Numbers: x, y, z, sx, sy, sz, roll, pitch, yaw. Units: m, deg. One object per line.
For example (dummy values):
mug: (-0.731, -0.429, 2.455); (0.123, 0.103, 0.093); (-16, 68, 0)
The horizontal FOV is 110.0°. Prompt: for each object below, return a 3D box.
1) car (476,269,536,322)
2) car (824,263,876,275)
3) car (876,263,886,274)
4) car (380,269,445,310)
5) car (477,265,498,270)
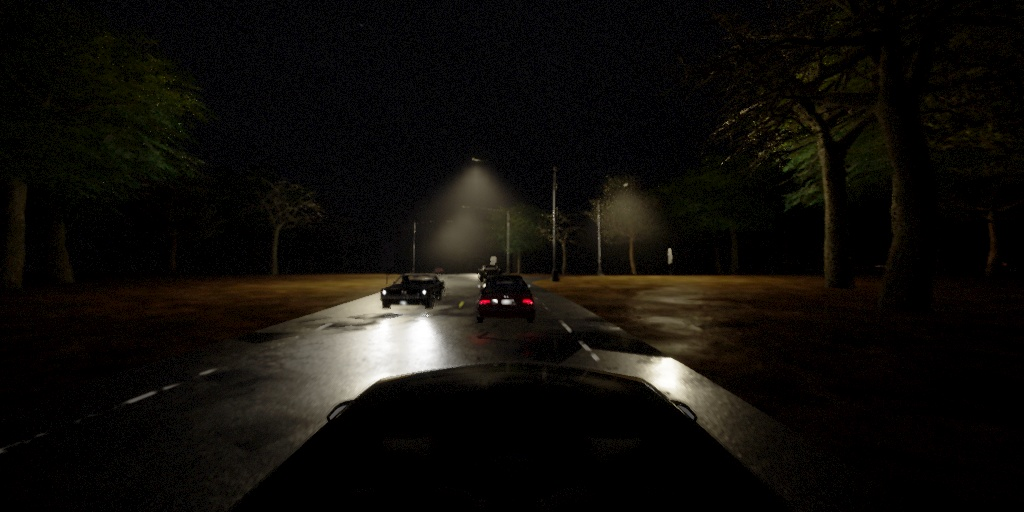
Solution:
car: (-0.263, 1.360, 12.617); (2.033, 1.411, 5.357); (0, 0, -2)
car: (41.407, 1.651, 44.393); (4.674, 1.442, 1.812); (0, -4, 2)
car: (44.760, 1.369, 41.246); (4.902, 1.511, 2.128); (-1, -4, 2)
car: (-4.057, 1.419, 15.264); (1.895, 1.301, 4.718); (0, 0, -3)
car: (-2.100, 1.582, 33.469); (1.837, 1.490, 4.892); (1, -1, -7)
